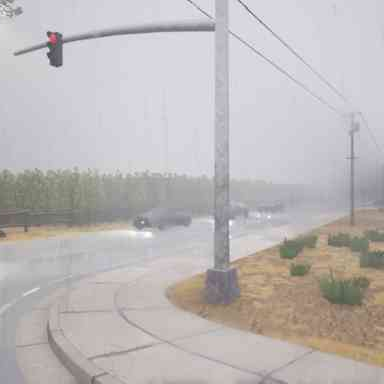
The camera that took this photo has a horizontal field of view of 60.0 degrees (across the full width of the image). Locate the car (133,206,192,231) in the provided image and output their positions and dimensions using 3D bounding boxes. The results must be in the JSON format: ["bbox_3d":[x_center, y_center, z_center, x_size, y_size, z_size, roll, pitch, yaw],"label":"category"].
[{"bbox_3d":[-1.792,1.597,21.097,1.994,1.385,4.181,0,0,33],"label":"car"}]

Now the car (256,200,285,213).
[{"bbox_3d":[9.163,1.580,38.225,2.033,1.411,5.357,0,0,33],"label":"car"}]

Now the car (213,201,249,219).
[{"bbox_3d":[3.551,1.558,29.432,1.812,1.442,4.674,0,0,32],"label":"car"}]
